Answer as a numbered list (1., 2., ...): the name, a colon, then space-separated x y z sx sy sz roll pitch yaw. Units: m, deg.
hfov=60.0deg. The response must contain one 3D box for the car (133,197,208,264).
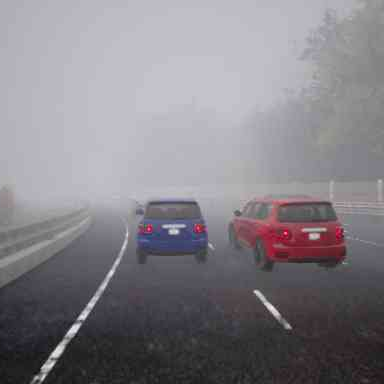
1. car: -0.826 1.207 12.033 2.150 2.045 5.566 0 0 -7

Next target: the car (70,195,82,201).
1. car: -29.280 1.505 83.860 2.128 1.511 4.902 0 0 -39

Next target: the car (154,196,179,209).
1. car: -3.647 1.422 46.745 1.882 1.535 5.008 0 0 -25

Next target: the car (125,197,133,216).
1. car: -4.411 1.464 29.155 2.128 1.511 4.902 0 0 -16

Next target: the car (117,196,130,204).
1. car: -12.405 1.478 62.197 1.812 1.442 4.674 0 0 -34

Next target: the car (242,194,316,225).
1. car: 6.414 1.159 25.259 2.150 2.045 5.566 0 0 -29

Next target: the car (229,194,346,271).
1. car: 2.789 1.190 11.038 2.150 2.045 5.566 -1 0 -6

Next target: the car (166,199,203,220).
1. car: -0.747 1.452 28.988 2.128 1.511 4.902 0 0 -15

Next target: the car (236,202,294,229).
1. car: 4.595 1.430 21.829 1.882 1.535 5.008 0 -1 -11
